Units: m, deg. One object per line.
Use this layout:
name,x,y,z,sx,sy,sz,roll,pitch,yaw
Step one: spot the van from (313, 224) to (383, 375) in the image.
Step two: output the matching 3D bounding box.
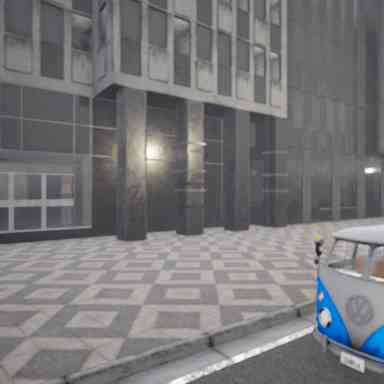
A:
van,3.472,1.338,4.867,3.998,1.788,1.690,0,0,-35
